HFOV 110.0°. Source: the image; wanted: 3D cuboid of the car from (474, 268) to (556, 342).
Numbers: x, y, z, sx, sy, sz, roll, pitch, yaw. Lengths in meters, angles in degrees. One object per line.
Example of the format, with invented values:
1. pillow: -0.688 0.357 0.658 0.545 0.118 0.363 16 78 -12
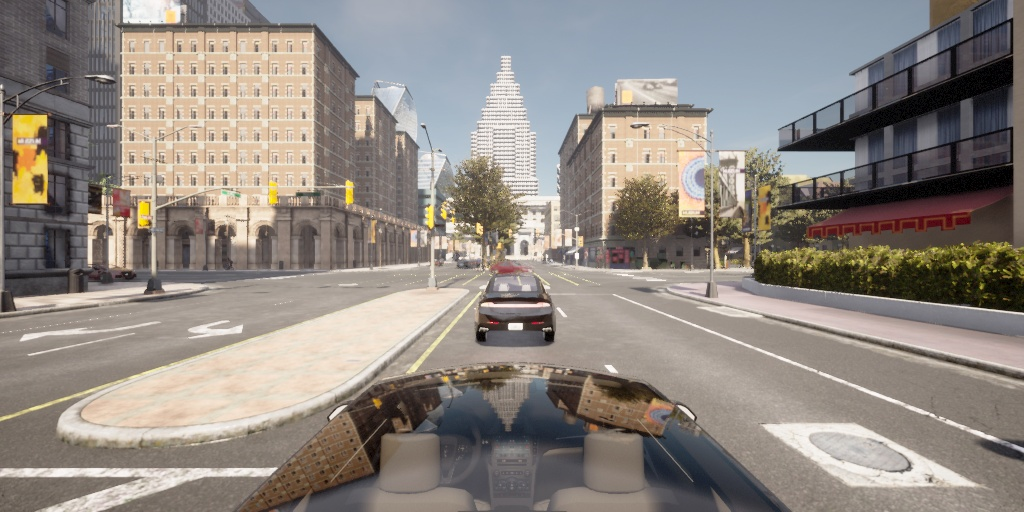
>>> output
1. car: 0.082 1.244 9.831 2.128 1.511 4.902 0 0 0

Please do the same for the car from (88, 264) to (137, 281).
1. car: -33.466 1.323 29.286 4.181 1.385 1.994 0 0 0

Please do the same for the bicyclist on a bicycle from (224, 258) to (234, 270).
1. bicyclist on a bicycle: -37.241 1.065 47.238 0.582 1.620 1.656 0 0 0

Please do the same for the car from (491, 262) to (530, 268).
1. car: -0.118 1.286 36.297 4.674 1.442 1.812 0 0 33

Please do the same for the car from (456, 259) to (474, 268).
1. car: -8.004 1.259 59.086 2.128 1.511 4.902 0 0 0
